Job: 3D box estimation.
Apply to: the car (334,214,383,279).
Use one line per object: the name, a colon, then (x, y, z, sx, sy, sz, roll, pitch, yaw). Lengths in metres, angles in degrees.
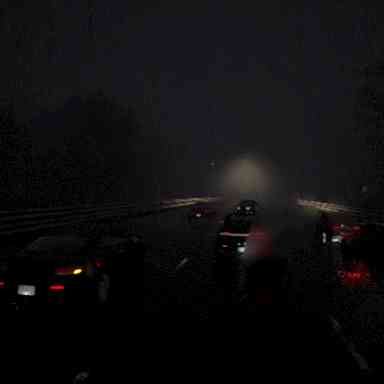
car: (6.073, 1.690, 10.274, 1.812, 1.442, 4.674, 2, 0, 9)

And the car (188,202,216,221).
car: (0.891, 1.550, 26.796, 1.812, 1.442, 4.674, 2, 0, 10)

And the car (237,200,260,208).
car: (5.303, 1.500, 31.276, 2.097, 1.767, 4.553, 2, 0, 11)

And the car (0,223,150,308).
car: (-2.363, 1.459, 7.741, 1.812, 1.442, 4.674, 2, 0, 9)

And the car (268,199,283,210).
car: (12.972, 1.923, 52.032, 2.033, 1.411, 5.357, 2, 0, 12)

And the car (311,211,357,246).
car: (7.051, 1.697, 16.117, 1.837, 1.490, 4.892, 2, 0, 10)

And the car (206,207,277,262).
car: (1.946, 1.542, 12.459, 2.128, 1.511, 4.902, 2, 0, 9)

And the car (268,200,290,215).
car: (10.195, 1.851, 38.576, 1.994, 1.385, 4.181, 2, 0, 13)
